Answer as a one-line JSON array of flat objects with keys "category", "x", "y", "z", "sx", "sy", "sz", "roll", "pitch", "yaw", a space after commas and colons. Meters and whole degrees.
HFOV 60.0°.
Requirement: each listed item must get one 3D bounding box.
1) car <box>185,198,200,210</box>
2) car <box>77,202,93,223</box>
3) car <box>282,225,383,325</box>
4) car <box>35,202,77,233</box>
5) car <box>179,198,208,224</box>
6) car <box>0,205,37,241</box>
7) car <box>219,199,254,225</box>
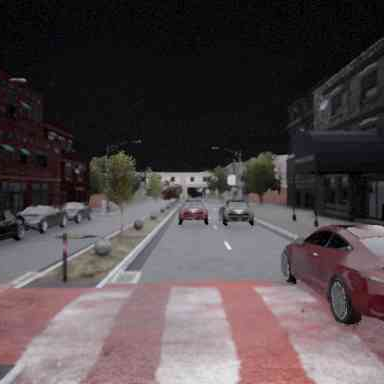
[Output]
[{"category": "car", "x": 0.109, "y": 1.513, "z": 42.984, "sx": 1.837, "sy": 1.490, "sz": 4.892, "roll": 0, "pitch": 0, "yaw": 0}, {"category": "car", "x": -8.990, "y": 1.506, "z": 25.417, "sx": 2.231, "sy": 1.521, "sz": 4.892, "roll": 0, "pitch": 0, "yaw": 0}, {"category": "car", "x": 3.123, "y": 1.344, "z": 6.328, "sx": 1.812, "sy": 1.442, "sz": 4.674, "roll": 1, "pitch": -2, "yaw": 0}, {"category": "car", "x": -8.969, "y": 1.504, "z": 19.769, "sx": 2.231, "sy": 1.521, "sz": 4.892, "roll": 0, "pitch": 0, "yaw": 0}, {"category": "car", "x": 0.106, "y": 1.367, "z": 25.181, "sx": 2.097, "sy": 1.767, "sz": 4.553, "roll": 0, "pitch": 0, "yaw": 0}, {"category": "car", "x": -8.948, "y": 1.528, "z": 14.211, "sx": 2.163, "sy": 1.488, "sz": 4.792, "roll": 0, "pitch": 0, "yaw": 0}, {"category": "car", "x": 3.106, "y": 1.367, "z": 24.093, "sx": 2.097, "sy": 1.767, "sz": 4.553, "roll": 0, "pitch": 0, "yaw": 0}]
